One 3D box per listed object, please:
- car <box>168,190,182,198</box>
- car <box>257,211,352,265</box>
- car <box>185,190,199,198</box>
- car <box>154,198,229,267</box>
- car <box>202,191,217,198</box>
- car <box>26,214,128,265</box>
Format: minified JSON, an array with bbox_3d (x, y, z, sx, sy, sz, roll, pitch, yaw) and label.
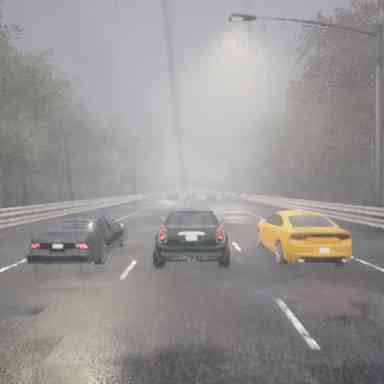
[{"bbox_3d":[-3.550,0.814,64.512,1.882,1.535,5.008,0,1,0],"label":"car"},{"bbox_3d":[3.487,1.360,11.233,1.882,1.535,5.008,0,1,0],"label":"car"},{"bbox_3d":[-0.056,0.774,74.279,1.994,1.385,4.181,0,1,0],"label":"car"},{"bbox_3d":[-0.013,1.242,11.113,2.097,1.767,4.553,0,1,0],"label":"car"},{"bbox_3d":[3.455,0.916,60.274,2.033,1.411,5.357,0,1,0],"label":"car"},{"bbox_3d":[-3.514,1.443,11.207,2.033,1.411,5.357,0,1,0],"label":"car"}]
